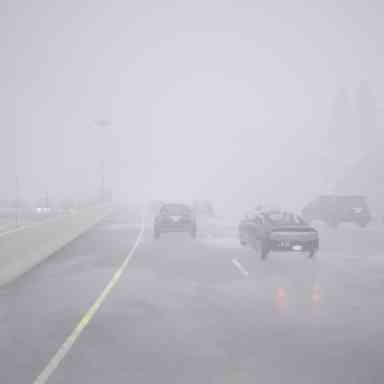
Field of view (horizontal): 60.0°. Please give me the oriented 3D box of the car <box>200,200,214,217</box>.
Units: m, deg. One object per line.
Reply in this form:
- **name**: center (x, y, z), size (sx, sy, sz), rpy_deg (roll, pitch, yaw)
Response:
- **car**: center (0.742, 1.484, 31.119), size (2.128, 1.511, 4.902), rpy_deg (0, 0, -10)

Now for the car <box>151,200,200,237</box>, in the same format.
- **car**: center (-1.001, 1.351, 18.191), size (2.097, 1.767, 4.553), rpy_deg (0, 0, -6)

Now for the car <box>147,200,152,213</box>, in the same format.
- **car**: center (-3.941, 1.549, 37.139), size (2.033, 1.411, 5.357), rpy_deg (0, 0, -12)

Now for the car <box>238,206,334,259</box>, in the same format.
- **car**: center (3.024, 1.482, 12.517), size (2.128, 1.511, 4.902), rpy_deg (0, 0, -4)

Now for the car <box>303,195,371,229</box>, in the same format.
- **car**: center (9.200, 1.197, 21.692), size (2.150, 2.045, 5.566), rpy_deg (0, 0, -6)
